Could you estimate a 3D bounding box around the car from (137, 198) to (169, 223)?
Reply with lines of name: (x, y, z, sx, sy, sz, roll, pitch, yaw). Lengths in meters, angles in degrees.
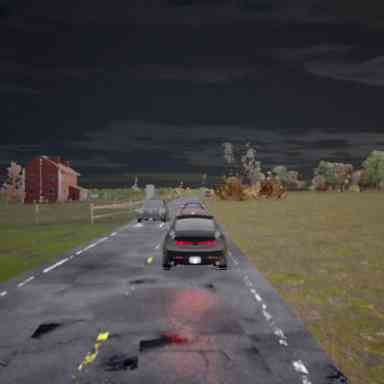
car: (-2.852, 1.294, 25.198, 2.097, 1.767, 4.553, 0, 0, 0)

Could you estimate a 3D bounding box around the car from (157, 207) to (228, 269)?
car: (0.086, 1.481, 11.015, 1.837, 1.490, 4.892, 0, 1, 0)

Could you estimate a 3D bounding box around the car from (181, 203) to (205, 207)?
car: (0.079, 1.505, 25.598, 1.994, 1.385, 4.181, 0, 0, 0)
